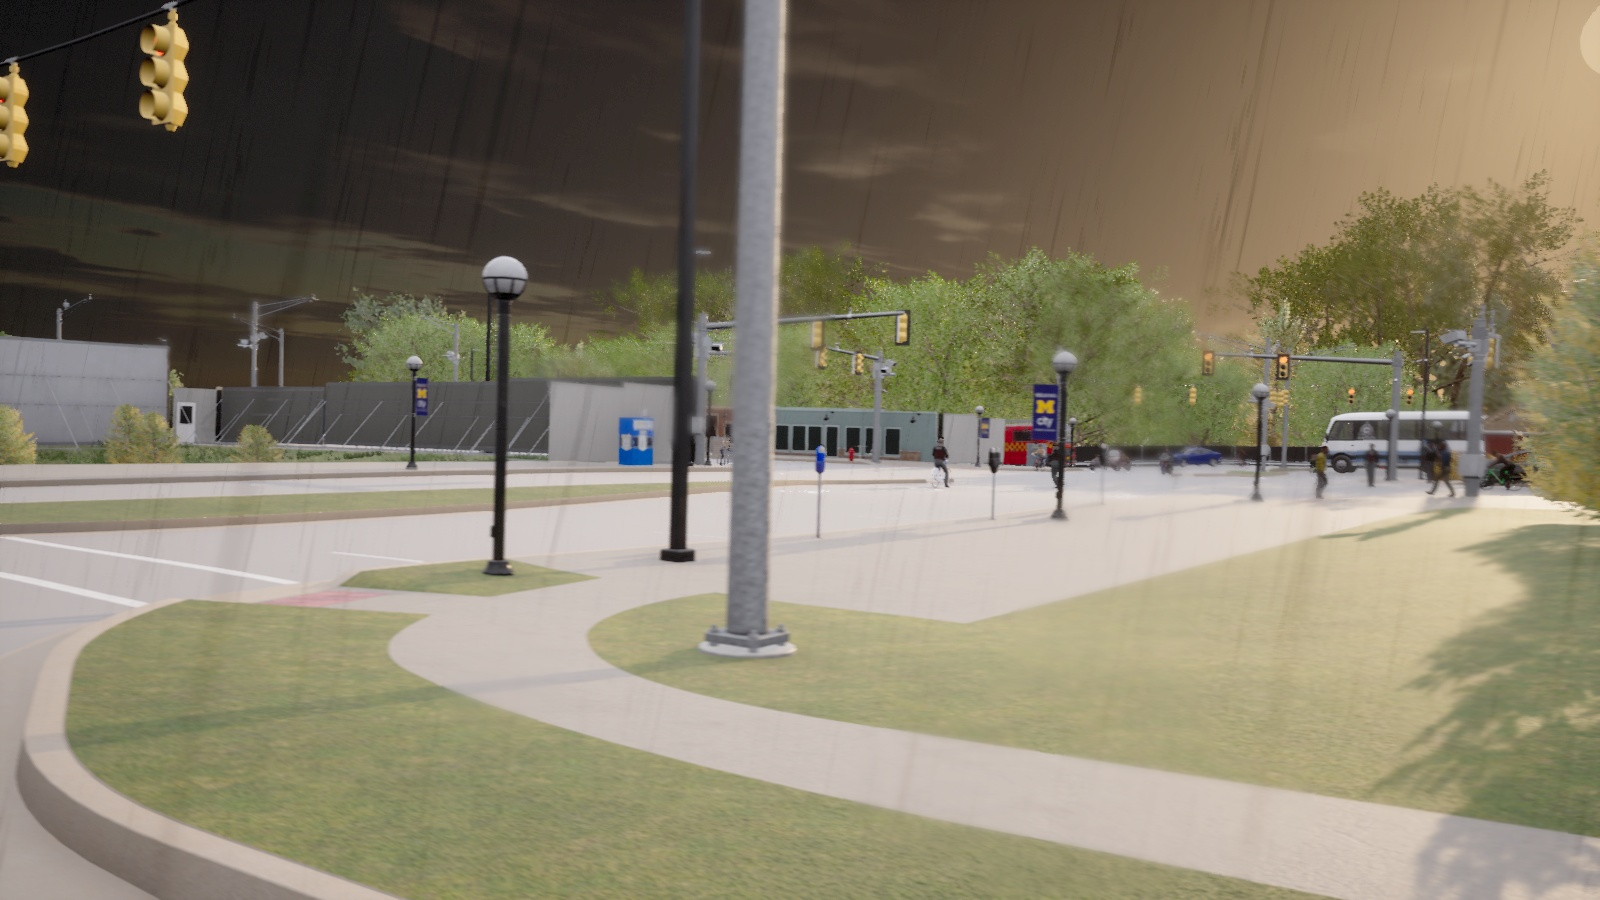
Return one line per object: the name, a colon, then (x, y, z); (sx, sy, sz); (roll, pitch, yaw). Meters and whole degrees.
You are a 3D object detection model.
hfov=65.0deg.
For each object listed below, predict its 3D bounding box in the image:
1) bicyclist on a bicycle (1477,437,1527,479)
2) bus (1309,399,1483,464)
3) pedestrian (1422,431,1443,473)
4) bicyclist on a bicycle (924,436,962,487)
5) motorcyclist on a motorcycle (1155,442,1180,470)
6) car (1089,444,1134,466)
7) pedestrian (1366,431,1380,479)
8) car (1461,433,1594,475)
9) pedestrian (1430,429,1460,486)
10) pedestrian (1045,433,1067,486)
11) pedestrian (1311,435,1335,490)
bicyclist on a bicycle: (27.711, 0.321, 49.563); (1.656, 1.620, 0.582); (-1, 0, 33)
bus: (40.916, -1.209, 86.437); (10.273, 4.253, 3.944); (-1, 0, 35)
pedestrian: (28.510, 0.085, 56.601); (0.849, 1.883, 0.563); (-1, 2, -44)
bicyclist on a bicycle: (5.112, 0.398, 44.684); (0.659, 1.776, 1.843); (1, 1, 29)
motorcyclist on a motorcycle: (20.732, 0.330, 70.773); (0.866, 1.530, 2.191); (1, 0, 30)
car: (21.040, 0.334, 84.714); (1.812, 1.442, 4.674); (0, 0, 29)
pedestrian: (23.545, 0.205, 51.561); (0.402, 1.930, 0.666); (2, 2, 32)
car: (30.261, 0.150, 52.272); (4.611, 1.667, 2.242); (-1, 1, 34)
pedestrian: (20.909, 0.232, 40.701); (0.370, 1.835, 0.726); (0, 2, -36)
pedestrian: (9.589, 0.351, 46.974); (0.666, 1.930, 0.402); (2, 2, 43)
pedestrian: (17.772, 0.425, 42.638); (0.709, 1.840, 0.431); (1, 2, 23)
